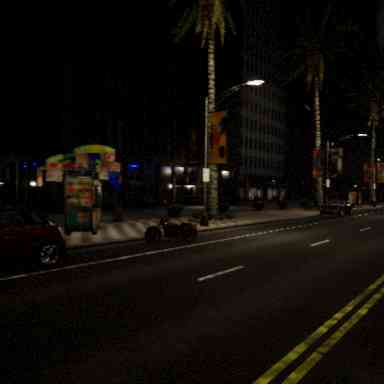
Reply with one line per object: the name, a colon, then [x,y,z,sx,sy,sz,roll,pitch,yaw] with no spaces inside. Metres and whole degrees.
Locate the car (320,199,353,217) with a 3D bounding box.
car: [13.496,1.462,30.936,2.231,1.521,4.892,1,0,41]

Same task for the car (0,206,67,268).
car: [-5.807,1.216,8.795,2.185,1.767,4.553,1,0,41]
